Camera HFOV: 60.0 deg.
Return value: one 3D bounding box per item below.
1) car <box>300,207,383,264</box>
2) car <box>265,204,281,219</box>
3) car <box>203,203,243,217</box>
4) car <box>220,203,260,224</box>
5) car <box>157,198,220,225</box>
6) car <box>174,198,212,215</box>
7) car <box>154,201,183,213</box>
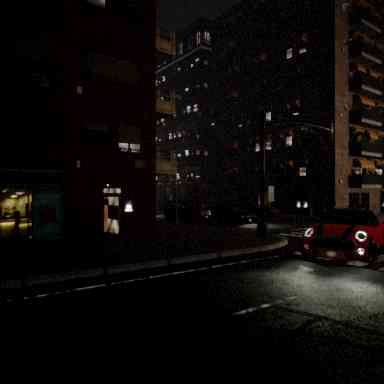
[{"bbox_3d":[5.670,1.376,12.164,2.097,1.767,4.553,0,-1,36],"label":"car"},{"bbox_3d":[6.621,1.844,32.157,1.802,1.307,4.206,-1,0,-36],"label":"car"},{"bbox_3d":[3.327,1.899,36.645,1.947,1.339,4.313,-1,0,-36],"label":"car"},{"bbox_3d":[2.840,1.794,27.320,2.033,1.411,5.357,0,-1,-36],"label":"car"},{"bbox_3d":[-0.376,1.586,27.068,2.192,1.841,5.009,-1,0,-36],"label":"car"},{"bbox_3d":[0.027,1.719,41.135,2.192,1.841,5.009,-1,0,-36],"label":"car"},{"bbox_3d":[-3.262,2.025,45.623,2.008,1.369,4.403,-1,0,-36],"label":"car"}]
